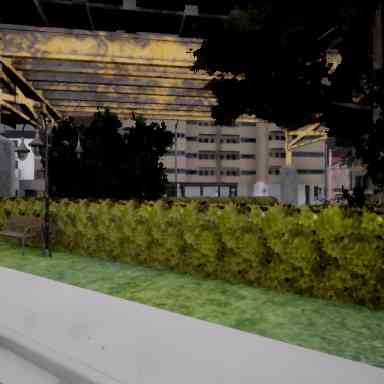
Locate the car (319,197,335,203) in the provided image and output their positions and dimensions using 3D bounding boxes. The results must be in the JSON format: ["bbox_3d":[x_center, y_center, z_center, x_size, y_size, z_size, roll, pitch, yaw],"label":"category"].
[{"bbox_3d":[14.839,1.352,31.216,4.553,1.767,2.097,0,0,-9],"label":"car"}]

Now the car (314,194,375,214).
[{"bbox_3d":[16.036,1.225,35.080,5.566,2.045,2.150,0,0,-9],"label":"car"}]
